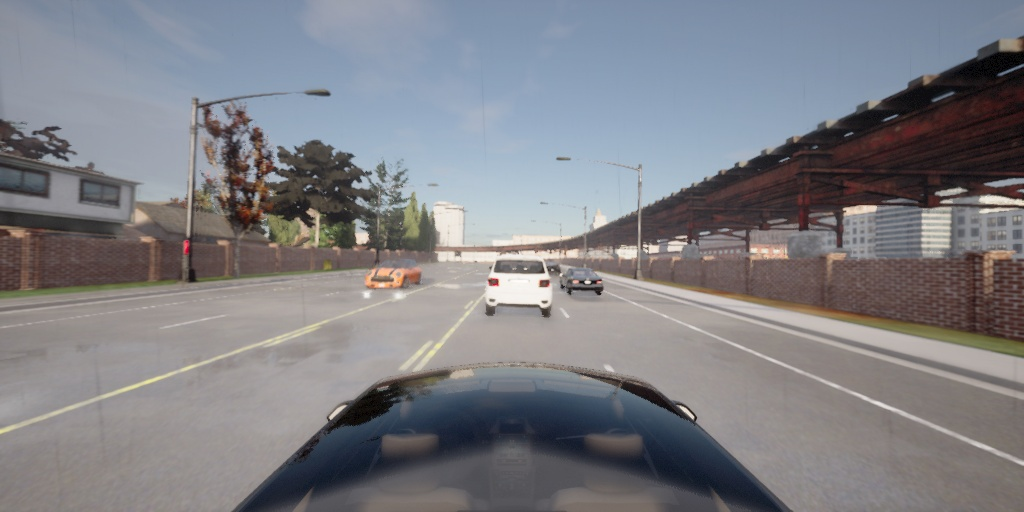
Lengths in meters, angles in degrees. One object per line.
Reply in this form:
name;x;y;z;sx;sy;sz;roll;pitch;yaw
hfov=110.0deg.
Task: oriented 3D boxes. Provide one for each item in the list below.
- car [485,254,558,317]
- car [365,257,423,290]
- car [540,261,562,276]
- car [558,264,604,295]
car;0.260;0.979;13.503;2.150;2.045;5.566;1;0;1
car;-6.790;0.951;21.077;2.097;1.767;4.553;1;0;1
car;4.274;1.332;39.892;1.882;1.535;5.008;1;0;1
car;3.894;1.389;20.718;2.033;1.411;5.357;1;0;1
